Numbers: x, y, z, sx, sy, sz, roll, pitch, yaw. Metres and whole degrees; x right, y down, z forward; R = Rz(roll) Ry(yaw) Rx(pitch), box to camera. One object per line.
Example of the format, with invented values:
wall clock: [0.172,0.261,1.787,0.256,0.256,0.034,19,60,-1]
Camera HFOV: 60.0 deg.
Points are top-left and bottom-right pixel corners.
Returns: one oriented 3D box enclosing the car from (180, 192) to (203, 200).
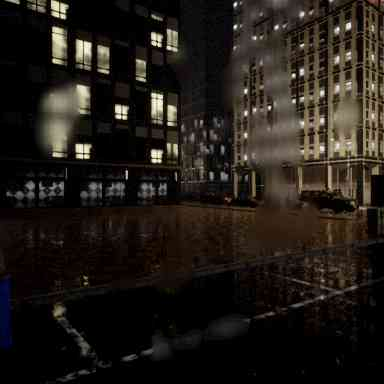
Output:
car: [-0.082,0.647,59.866,1.947,1.339,4.313,1,0,-36]

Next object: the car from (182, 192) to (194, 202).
car: [0.437,0.753,49.225,2.128,1.511,4.902,0,1,-36]

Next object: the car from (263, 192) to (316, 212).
car: [9.421,1.071,32.286,1.967,1.590,4.097,1,0,-36]

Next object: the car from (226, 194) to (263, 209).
car: [6.164,1.105,36.813,1.802,1.307,4.206,1,0,-36]

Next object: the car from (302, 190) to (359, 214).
car: [12.911,0.894,31.839,2.150,2.045,5.566,0,1,-36]

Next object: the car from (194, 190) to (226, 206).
car: [2.918,0.731,41.338,2.192,1.841,5.009,1,0,-36]

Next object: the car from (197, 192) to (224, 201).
car: [3.074,0.710,55.475,1.752,1.417,4.829,1,0,-36]

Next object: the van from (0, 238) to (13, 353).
van: [-4.151,1.341,3.596,3.998,1.788,1.690,0,0,-36]

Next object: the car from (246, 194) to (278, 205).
car: [9.680,0.985,46.280,1.802,1.307,4.206,1,0,-36]
